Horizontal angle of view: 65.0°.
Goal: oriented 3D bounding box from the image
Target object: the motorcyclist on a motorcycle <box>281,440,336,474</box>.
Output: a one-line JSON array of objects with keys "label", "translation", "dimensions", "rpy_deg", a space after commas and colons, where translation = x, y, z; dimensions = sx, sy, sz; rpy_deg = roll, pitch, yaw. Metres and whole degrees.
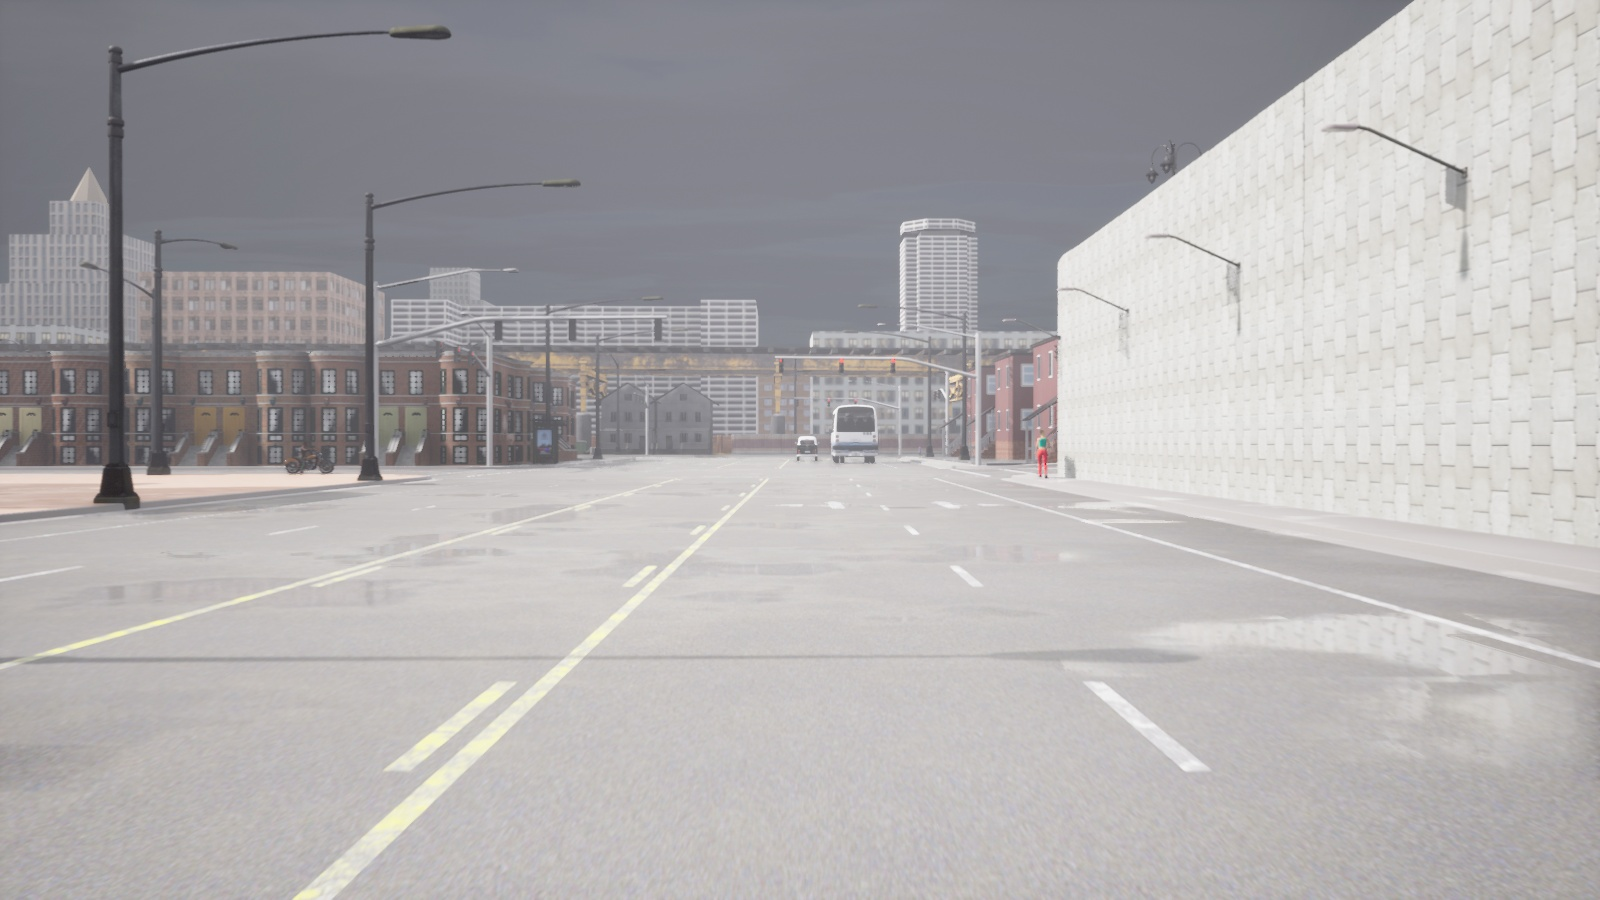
[{"label": "motorcyclist on a motorcycle", "translation": [-23.813, 0.334, 60.903], "dimensions": [2.350, 1.649, 0.766], "rpy_deg": [0, 0, 0]}]

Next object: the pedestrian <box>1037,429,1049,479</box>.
[{"label": "pedestrian", "translation": [9.086, 0.144, 46.973], "dimensions": [0.345, 1.836, 0.594], "rpy_deg": [0, 0, 1]}]

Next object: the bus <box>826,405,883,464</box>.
[{"label": "bus", "translation": [4.062, -1.168, 96.041], "dimensions": [3.944, 4.253, 10.273], "rpy_deg": [0, 0, 0]}]
